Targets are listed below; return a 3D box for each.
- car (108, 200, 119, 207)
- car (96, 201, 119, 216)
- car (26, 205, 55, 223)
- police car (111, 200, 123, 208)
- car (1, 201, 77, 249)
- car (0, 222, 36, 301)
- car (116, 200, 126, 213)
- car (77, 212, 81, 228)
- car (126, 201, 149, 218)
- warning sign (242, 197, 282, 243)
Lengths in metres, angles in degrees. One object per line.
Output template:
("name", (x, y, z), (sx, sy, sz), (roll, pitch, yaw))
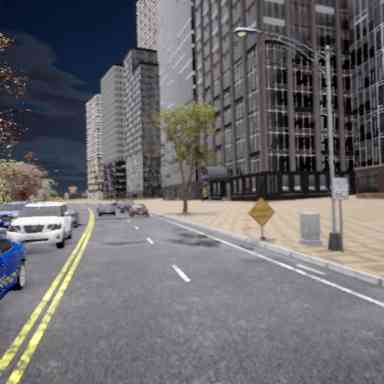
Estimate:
("car", (-18.392, 2.675, 77.837), (1.801, 1.575, 5.366), (-1, -1, -20))
("car", (-10.365, 2.185, 40.551), (1.994, 1.385, 4.181), (-1, -1, -16))
("car", (-15.298, 2.170, 33.826), (1.837, 1.490, 4.892), (-1, 0, -15))
("police car", (-16.311, 2.530, 72.066), (1.930, 1.638, 5.238), (-1, -1, -20))
("car", (-7.166, 1.534, 16.248), (2.150, 2.045, 5.566), (-1, -1, -15))
("car", (-4.758, 1.651, 6.640), (1.882, 1.535, 5.008), (-1, 0, -14))
("car", (-9.126, 2.015, 47.383), (2.097, 1.767, 4.553), (-1, -1, -17))
("car", (-9.718, 1.986, 25.835), (1.812, 1.442, 4.674), (-1, -1, -15))
("car", (-5.941, 2.007, 36.914), (1.812, 1.442, 4.674), (-1, -1, -16))
("warning sign", (3.043, 1.174, 14.496), (1.300, 1.860, 1.060), (-2, -1, -14))
